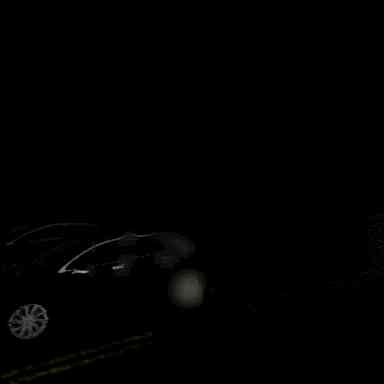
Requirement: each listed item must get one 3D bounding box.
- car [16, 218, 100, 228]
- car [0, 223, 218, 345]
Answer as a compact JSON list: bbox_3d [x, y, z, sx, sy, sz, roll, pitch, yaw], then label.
[{"bbox_3d":[-3.887,1.486,8.895,4.902,1.511,2.128,0,0,-35],"label":"car"},{"bbox_3d":[-1.709,1.499,6.457,4.892,1.490,1.837,0,0,-35],"label":"car"}]
